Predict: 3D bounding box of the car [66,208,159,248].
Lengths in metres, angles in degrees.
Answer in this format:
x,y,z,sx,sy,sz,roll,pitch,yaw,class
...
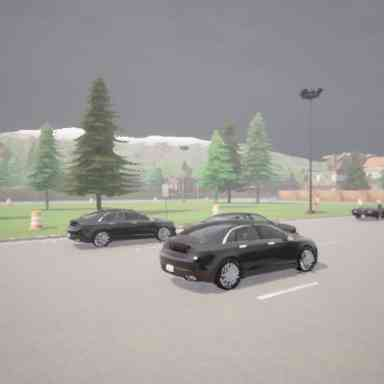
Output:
x,y,z,sx,sy,sz,roll,pitch,yaw,class
-2.983,1.504,14.800,4.892,1.490,1.837,0,0,-35,car

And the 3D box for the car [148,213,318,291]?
x,y,z,sx,sy,sz,roll,pitch,yaw,class
1.463,1.504,9.087,4.892,1.490,1.837,0,0,-35,car

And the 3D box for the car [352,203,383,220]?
x,y,z,sx,sy,sz,roll,pitch,yaw,class
15.441,1.595,27.751,4.718,1.301,1.895,0,0,-35,car

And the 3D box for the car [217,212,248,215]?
x,y,z,sx,sy,sz,roll,pitch,yaw,class
2.082,1.546,13.828,5.357,1.411,2.033,0,0,-35,car
